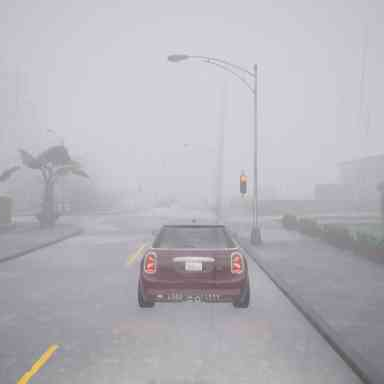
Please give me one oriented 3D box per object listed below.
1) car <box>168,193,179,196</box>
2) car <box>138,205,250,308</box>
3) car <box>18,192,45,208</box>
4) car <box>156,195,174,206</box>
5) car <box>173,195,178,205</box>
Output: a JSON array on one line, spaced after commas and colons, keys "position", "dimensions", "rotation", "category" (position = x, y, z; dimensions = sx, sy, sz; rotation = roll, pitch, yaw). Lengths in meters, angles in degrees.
[{"position": [-3.943, 1.221, 68.195], "dimensions": [2.150, 2.045, 5.566], "rotation": [0, 0, 1], "category": "car"}, {"position": [0.052, 1.352, 8.086], "dimensions": [2.097, 1.767, 4.553], "rotation": [0, 0, 1], "category": "car"}, {"position": [-19.721, 0.985, 41.964], "dimensions": [1.905, 1.878, 3.866], "rotation": [0, 0, 35], "category": "car"}, {"position": [-4.052, 1.564, 47.899], "dimensions": [1.994, 1.385, 4.181], "rotation": [0, 0, 0], "category": "car"}, {"position": [-4.022, 1.601, 57.801], "dimensions": [1.895, 1.301, 4.718], "rotation": [0, 0, 0], "category": "car"}]
